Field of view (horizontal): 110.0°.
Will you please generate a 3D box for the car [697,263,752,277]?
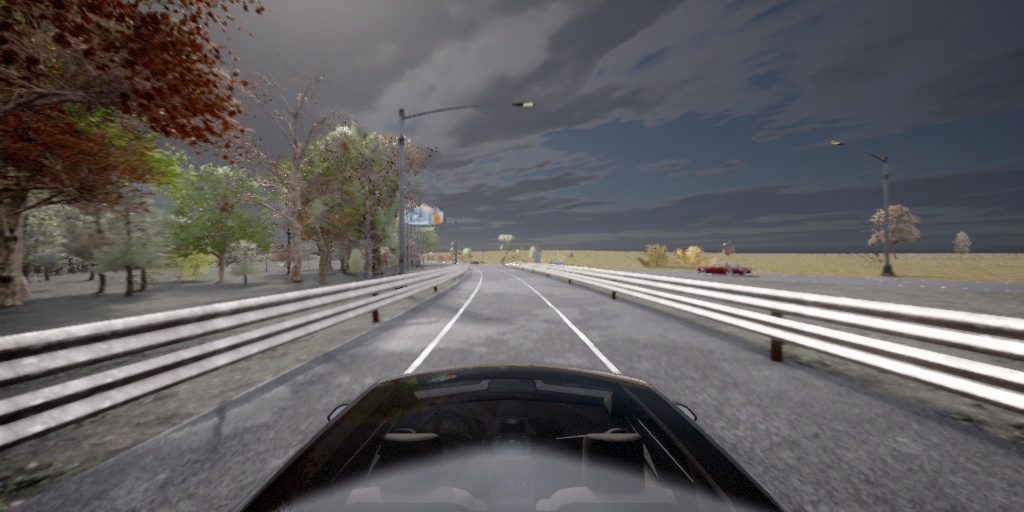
[{"bbox_3d":[20.613,1.284,35.093,1.895,1.301,4.718,0,0,-21],"label":"car"}]
